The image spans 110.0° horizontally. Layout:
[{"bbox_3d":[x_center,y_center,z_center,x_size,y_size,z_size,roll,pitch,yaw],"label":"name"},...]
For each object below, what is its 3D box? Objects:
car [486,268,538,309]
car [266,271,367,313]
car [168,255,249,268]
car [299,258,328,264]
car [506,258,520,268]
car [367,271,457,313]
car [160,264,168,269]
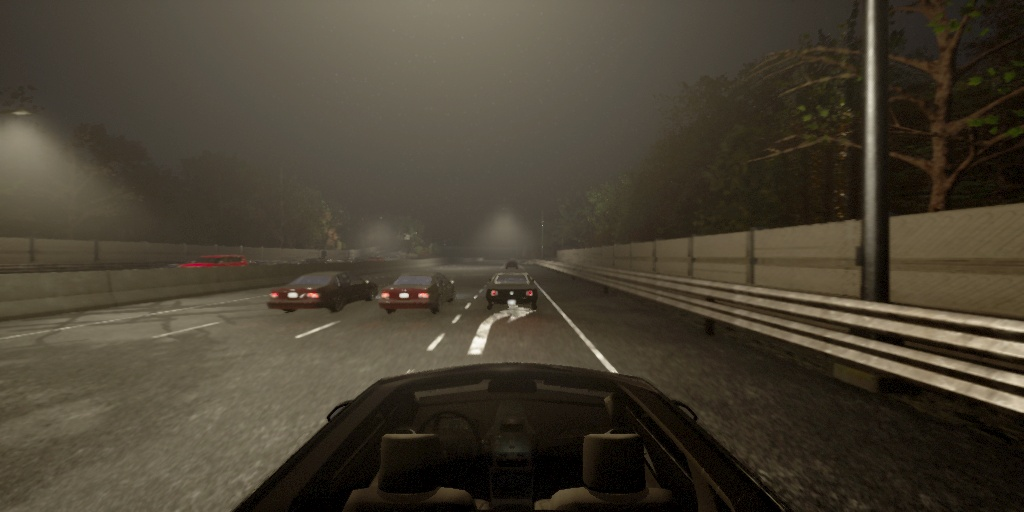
[{"bbox_3d":[-0.005,1.340,14.793,1.895,1.301,4.718,0,0,0],"label":"car"},{"bbox_3d":[-6.906,1.283,13.812,2.033,1.411,5.357,0,0,0],"label":"car"},{"bbox_3d":[-24.602,0.943,29.776,2.150,2.045,5.566,0,0,0],"label":"car"},{"bbox_3d":[-21.087,1.081,37.821,2.097,1.767,4.553,0,0,0],"label":"car"},{"bbox_3d":[-0.028,1.296,57.418,1.812,1.442,4.674,0,0,0],"label":"car"},{"bbox_3d":[-3.406,1.285,13.821,2.033,1.411,5.357,0,0,0],"label":"car"},{"bbox_3d":[-28.099,1.322,29.833,1.895,1.301,4.718,0,0,0],"label":"car"}]
